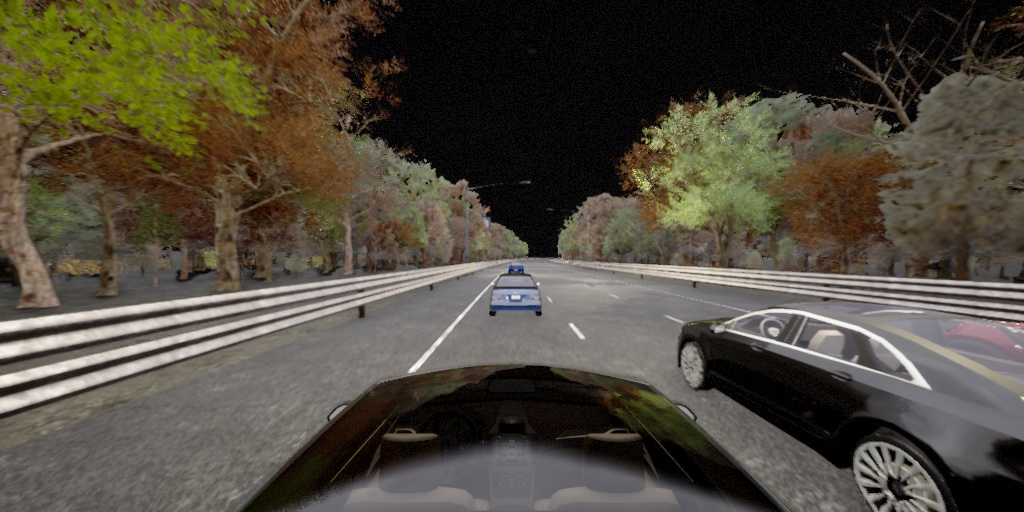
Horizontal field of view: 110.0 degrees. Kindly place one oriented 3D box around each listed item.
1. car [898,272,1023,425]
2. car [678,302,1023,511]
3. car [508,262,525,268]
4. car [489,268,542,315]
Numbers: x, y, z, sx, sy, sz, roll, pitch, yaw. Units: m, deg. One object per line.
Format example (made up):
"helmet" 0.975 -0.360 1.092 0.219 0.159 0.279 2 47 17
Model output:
"car" 7.105 1.114 3.348 2.097 1.767 4.553 0 0 0
"car" 3.604 1.257 3.925 2.128 1.511 4.902 0 0 0
"car" 0.528 1.470 44.368 1.882 1.535 5.008 0 0 1
"car" 0.134 1.367 13.836 2.033 1.411 5.357 0 0 0
